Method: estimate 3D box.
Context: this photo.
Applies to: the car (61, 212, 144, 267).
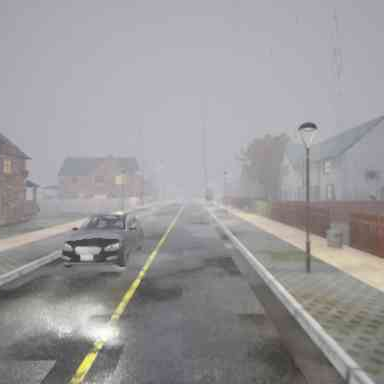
[{"bbox_3d":[-2.822,1.489,11.427,2.128,1.511,4.902,0,0,0],"label":"car"}]
